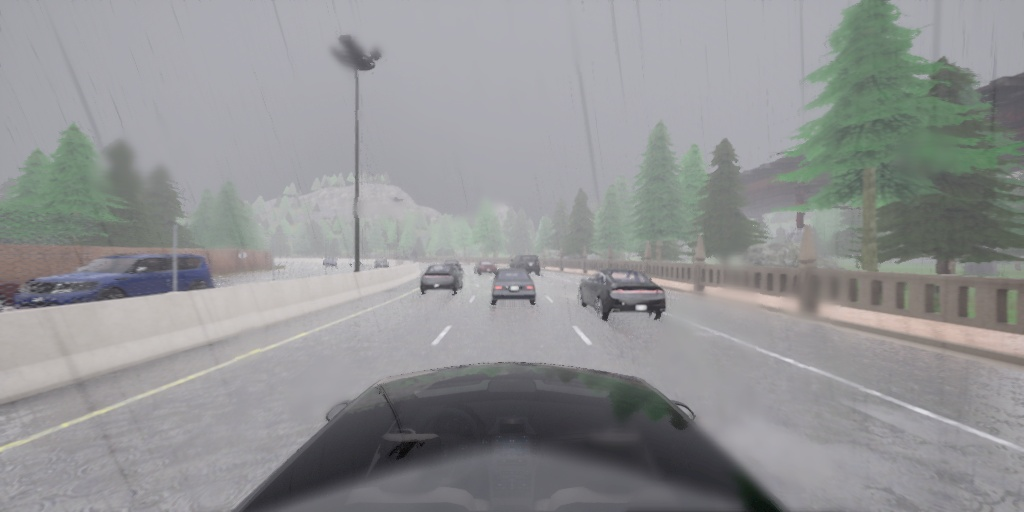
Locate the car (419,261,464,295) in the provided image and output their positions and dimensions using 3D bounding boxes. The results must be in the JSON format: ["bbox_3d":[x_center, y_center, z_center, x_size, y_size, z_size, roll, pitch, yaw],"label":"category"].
[{"bbox_3d":[-3.716,1.194,19.401,2.128,1.511,4.902,0,0,-3],"label":"car"}]

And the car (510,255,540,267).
[{"bbox_3d":[1.206,0.882,35.455,2.150,2.045,5.566,0,0,-11],"label":"car"}]

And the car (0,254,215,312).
[{"bbox_3d":[-14.116,0.939,13.394,2.150,2.045,5.566,0,0,-1],"label":"car"}]

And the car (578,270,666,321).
[{"bbox_3d":[3.559,1.213,12.370,2.128,1.511,4.902,0,0,-1],"label":"car"}]

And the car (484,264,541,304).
[{"bbox_3d":[-0.013,1.260,16.004,2.033,1.411,5.357,0,0,-2],"label":"car"}]

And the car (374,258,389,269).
[{"bbox_3d":[-19.569,1.104,53.901,2.128,1.511,4.902,0,0,-24],"label":"car"}]

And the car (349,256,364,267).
[{"bbox_3d":[-23.264,0.790,53.628,1.812,1.442,4.674,0,0,-26],"label":"car"}]

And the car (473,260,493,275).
[{"bbox_3d":[-2.812,1.182,37.197,1.812,1.442,4.674,0,0,-13],"label":"car"}]

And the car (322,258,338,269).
[{"bbox_3d":[-26.413,1.012,52.101,1.882,1.535,5.008,0,0,-26],"label":"car"}]
